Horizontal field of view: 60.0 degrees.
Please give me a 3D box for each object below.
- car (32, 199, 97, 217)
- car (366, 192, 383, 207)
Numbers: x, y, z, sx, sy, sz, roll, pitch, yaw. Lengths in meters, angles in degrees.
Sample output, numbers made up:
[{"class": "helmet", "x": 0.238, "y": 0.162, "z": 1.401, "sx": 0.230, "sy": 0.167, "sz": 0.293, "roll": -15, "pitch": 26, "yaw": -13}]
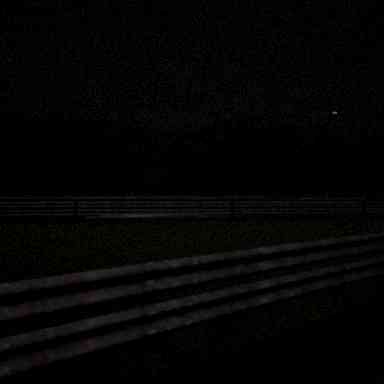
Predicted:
[{"class": "car", "x": -9.712, "y": 1.208, "z": 25.986, "sx": 4.718, "sy": 1.301, "sz": 1.895, "roll": 0, "pitch": 0, "yaw": -11}, {"class": "car", "x": 19.272, "y": 1.023, "z": 31.426, "sx": 5.566, "sy": 2.045, "sz": 2.150, "roll": 0, "pitch": 0, "yaw": -11}]
